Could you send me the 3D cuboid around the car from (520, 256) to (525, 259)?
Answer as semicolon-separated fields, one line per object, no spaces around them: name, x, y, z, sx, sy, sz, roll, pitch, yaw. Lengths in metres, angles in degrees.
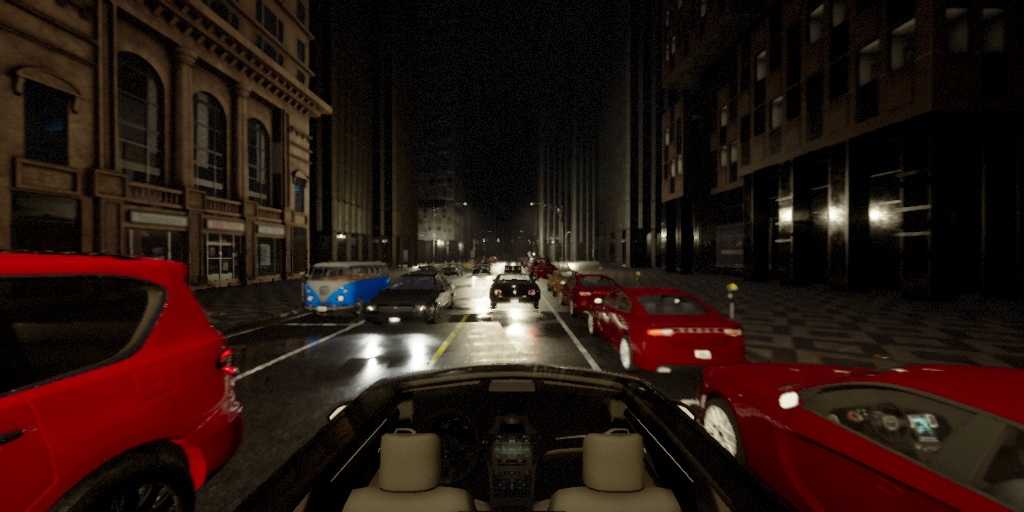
car;2.763;1.160;57.178;1.967;1.591;4.097;0;0;0

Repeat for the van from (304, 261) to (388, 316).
van;-5.775;1.084;12.990;1.690;1.789;3.998;0;0;0

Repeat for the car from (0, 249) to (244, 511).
car;-3.091;0.975;0.350;2.150;2.045;5.566;0;0;0

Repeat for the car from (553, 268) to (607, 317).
car;2.776;1.288;12.974;1.888;1.381;4.507;0;0;0

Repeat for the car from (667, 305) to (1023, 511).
car;2.779;1.295;1.923;1.888;1.381;4.507;0;0;0

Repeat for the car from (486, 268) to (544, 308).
car;0.101;1.343;15.126;1.895;1.301;4.718;0;0;0

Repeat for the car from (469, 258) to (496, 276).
car;-3.039;1.236;37.418;1.837;1.490;4.892;0;0;1

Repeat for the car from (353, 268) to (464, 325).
car;-3.085;1.291;12.085;2.033;1.411;5.357;0;0;0

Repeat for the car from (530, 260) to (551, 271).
car;2.771;1.279;29.550;1.888;1.381;4.507;0;0;0

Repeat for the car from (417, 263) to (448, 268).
car;-5.774;1.319;24.041;1.802;1.307;4.207;0;0;0

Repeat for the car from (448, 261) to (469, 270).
car;-5.773;1.282;35.090;2.007;1.370;4.403;0;0;0

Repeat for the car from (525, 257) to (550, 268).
car;2.769;1.046;35.076;2.192;1.841;5.009;0;0;0

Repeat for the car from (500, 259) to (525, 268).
car;0.095;1.278;37.228;2.033;1.411;5.357;0;0;0

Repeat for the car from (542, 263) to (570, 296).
car;2.774;1.266;18.669;1.751;1.417;4.829;0;0;0

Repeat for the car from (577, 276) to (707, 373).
car;2.777;1.291;7.449;1.888;1.381;4.507;0;0;0
